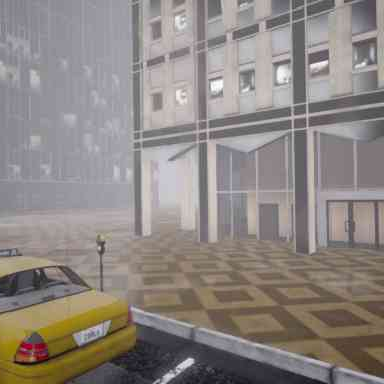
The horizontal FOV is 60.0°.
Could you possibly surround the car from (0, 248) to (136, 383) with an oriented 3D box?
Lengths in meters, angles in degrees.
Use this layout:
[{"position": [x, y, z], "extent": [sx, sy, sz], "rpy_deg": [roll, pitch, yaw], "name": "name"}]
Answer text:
[{"position": [-2.978, 1.528, 5.014], "extent": [4.829, 1.417, 1.752], "rpy_deg": [0, -1, 36], "name": "car"}]
